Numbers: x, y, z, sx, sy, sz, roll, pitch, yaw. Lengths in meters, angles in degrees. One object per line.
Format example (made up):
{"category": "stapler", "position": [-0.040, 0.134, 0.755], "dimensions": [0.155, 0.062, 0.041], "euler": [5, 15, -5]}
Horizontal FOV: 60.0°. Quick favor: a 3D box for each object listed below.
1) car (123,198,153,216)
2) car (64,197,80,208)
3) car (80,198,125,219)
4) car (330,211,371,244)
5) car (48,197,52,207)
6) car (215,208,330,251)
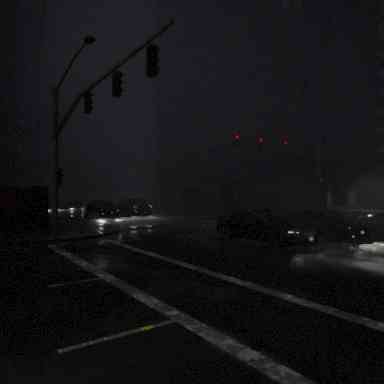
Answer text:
{"category": "car", "position": [-5.668, 1.350, 32.473], "dimensions": [2.097, 1.767, 4.553], "euler": [0, 0, -36]}
{"category": "car", "position": [-17.454, 1.525, 48.939], "dimensions": [1.812, 1.442, 4.674], "euler": [0, 0, -36]}
{"category": "car", "position": [-8.125, 1.502, 29.895], "dimensions": [1.837, 1.490, 4.892], "euler": [0, 0, -36]}
{"category": "car", "position": [6.219, 1.561, 16.017], "dimensions": [1.994, 1.385, 4.181], "euler": [0, 0, -36]}
{"category": "car", "position": [-20.229, 1.491, 46.800], "dimensions": [2.128, 1.511, 4.902], "euler": [0, 0, -36]}
{"category": "car", "position": [3.040, 1.489, 14.442], "dimensions": [2.128, 1.511, 4.902], "euler": [0, 0, -36]}
